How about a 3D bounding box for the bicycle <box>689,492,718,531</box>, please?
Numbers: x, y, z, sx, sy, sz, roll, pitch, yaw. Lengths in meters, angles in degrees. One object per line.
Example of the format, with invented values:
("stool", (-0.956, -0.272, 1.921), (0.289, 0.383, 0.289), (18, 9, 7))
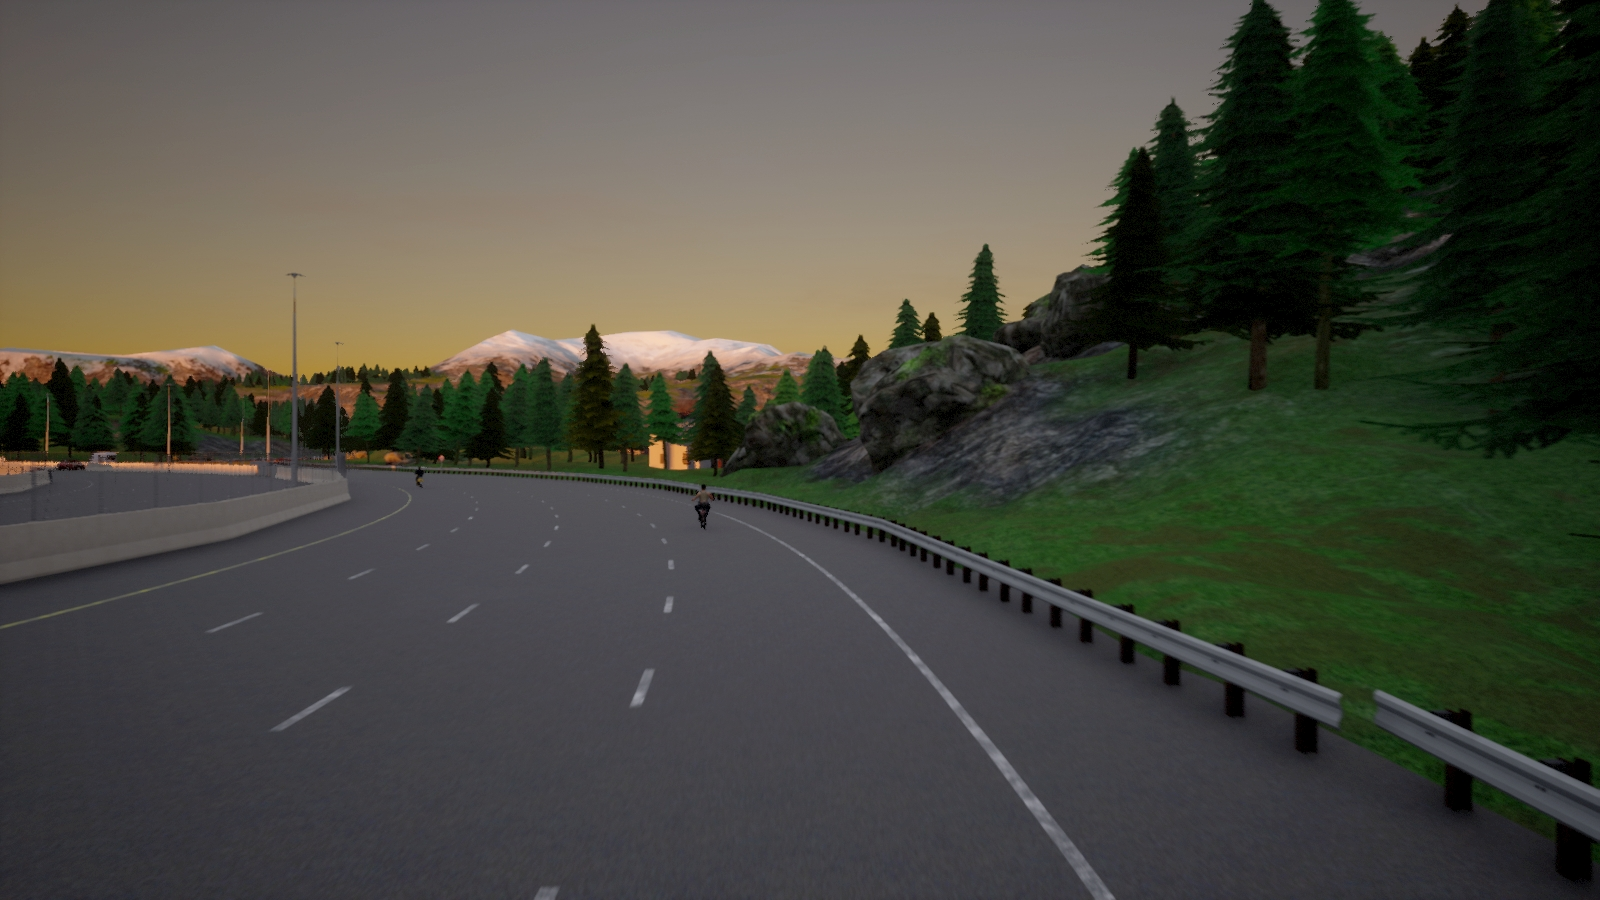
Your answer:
("bicycle", (-3.434, 2.154, 40.527), (0.859, 1.295, 1.487), (0, 0, -10))
